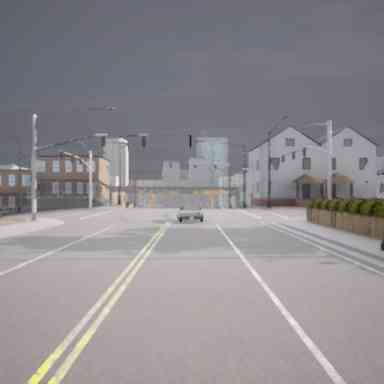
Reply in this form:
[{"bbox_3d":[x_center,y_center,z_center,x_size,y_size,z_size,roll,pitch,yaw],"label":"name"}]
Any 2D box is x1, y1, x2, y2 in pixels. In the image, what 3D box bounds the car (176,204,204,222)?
[{"bbox_3d":[-0.236,1.649,26.861,1.895,1.301,4.718,0,0,-6],"label":"car"}]
